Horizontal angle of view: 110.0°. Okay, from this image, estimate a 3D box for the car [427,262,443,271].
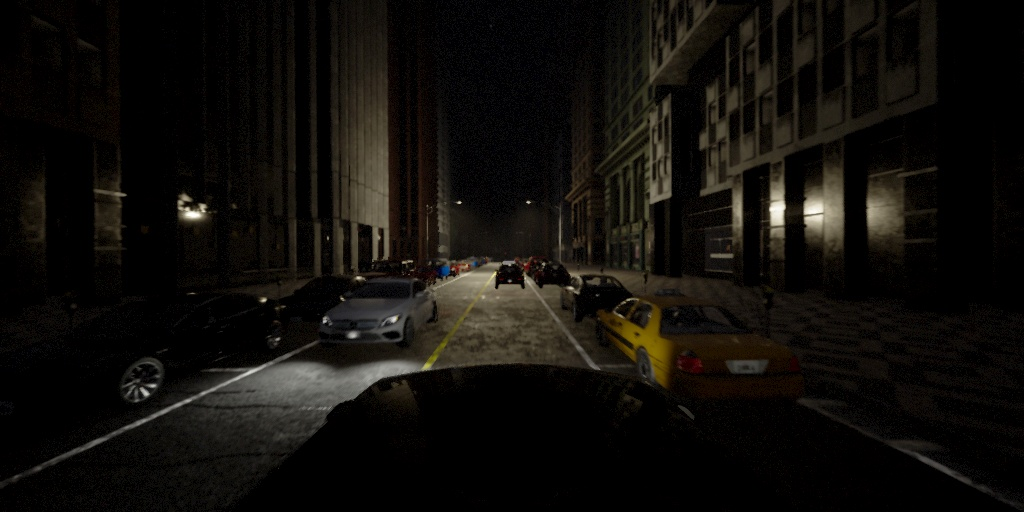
[{"bbox_3d":[-5.992,1.310,23.133,1.888,1.381,4.507,0,0,-1],"label":"car"}]

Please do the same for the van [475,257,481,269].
[{"bbox_3d":[-6.379,1.080,56.951,1.690,1.789,3.998,0,0,-1],"label":"van"}]

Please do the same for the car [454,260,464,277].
[{"bbox_3d":[-6.121,1.196,34.405,1.967,1.591,4.097,0,0,-1],"label":"car"}]

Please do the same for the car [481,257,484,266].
[{"bbox_3d":[-6.442,1.262,62.417,1.751,1.417,4.829,0,0,-1],"label":"car"}]

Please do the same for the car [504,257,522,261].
[{"bbox_3d":[-0.334,1.214,39.024,2.128,1.511,4.902,0,0,0],"label":"car"}]

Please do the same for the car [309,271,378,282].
[{"bbox_3d":[-5.864,1.340,11.860,1.948,1.339,4.313,0,0,-1],"label":"car"}]

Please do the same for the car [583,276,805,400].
[{"bbox_3d":[2.723,1.256,6.502,1.751,1.417,4.829,0,0,-1],"label":"car"}]

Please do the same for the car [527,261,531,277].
[{"bbox_3d":[2.467,1.279,28.876,1.948,1.339,4.313,0,0,-1],"label":"car"}]

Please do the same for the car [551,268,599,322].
[{"bbox_3d":[2.661,1.277,11.968,2.007,1.370,4.403,0,0,-1],"label":"car"}]

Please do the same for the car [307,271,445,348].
[{"bbox_3d":[-3.175,1.287,9.427,1.812,1.442,4.674,0,0,-1],"label":"car"}]

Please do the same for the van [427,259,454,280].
[{"bbox_3d":[-6.057,1.101,28.769,1.690,1.789,3.998,0,0,-1],"label":"van"}]

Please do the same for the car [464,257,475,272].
[{"bbox_3d":[-6.250,1.188,45.678,1.967,1.591,4.097,0,0,-1],"label":"car"}]

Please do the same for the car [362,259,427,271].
[{"bbox_3d":[-5.928,1.084,17.496,2.192,1.841,5.009,0,0,-1],"label":"car"}]

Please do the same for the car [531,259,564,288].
[{"bbox_3d":[2.532,1.158,23.240,1.967,1.591,4.097,0,0,-1],"label":"car"}]

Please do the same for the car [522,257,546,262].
[{"bbox_3d":[2.403,1.024,34.512,2.192,1.841,5.009,0,0,-1],"label":"car"}]

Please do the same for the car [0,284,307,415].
[{"bbox_3d":[-5.799,1.344,6.224,1.948,1.339,4.313,0,0,-1],"label":"car"}]

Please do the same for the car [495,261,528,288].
[{"bbox_3d":[-0.150,1.258,23.213,1.812,1.442,4.674,0,0,-1],"label":"car"}]
